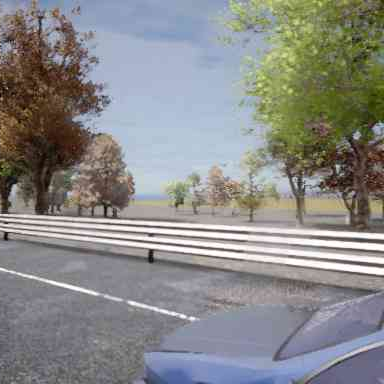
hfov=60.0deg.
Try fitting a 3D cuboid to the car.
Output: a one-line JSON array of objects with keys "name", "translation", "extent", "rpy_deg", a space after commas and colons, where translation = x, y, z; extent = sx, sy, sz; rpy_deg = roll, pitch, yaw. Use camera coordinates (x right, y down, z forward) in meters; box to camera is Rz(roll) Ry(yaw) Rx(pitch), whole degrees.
[{"name": "car", "translation": [2.023, 1.544, 2.423], "extent": [5.357, 1.411, 2.033], "rpy_deg": [-1, -1, 36]}]
